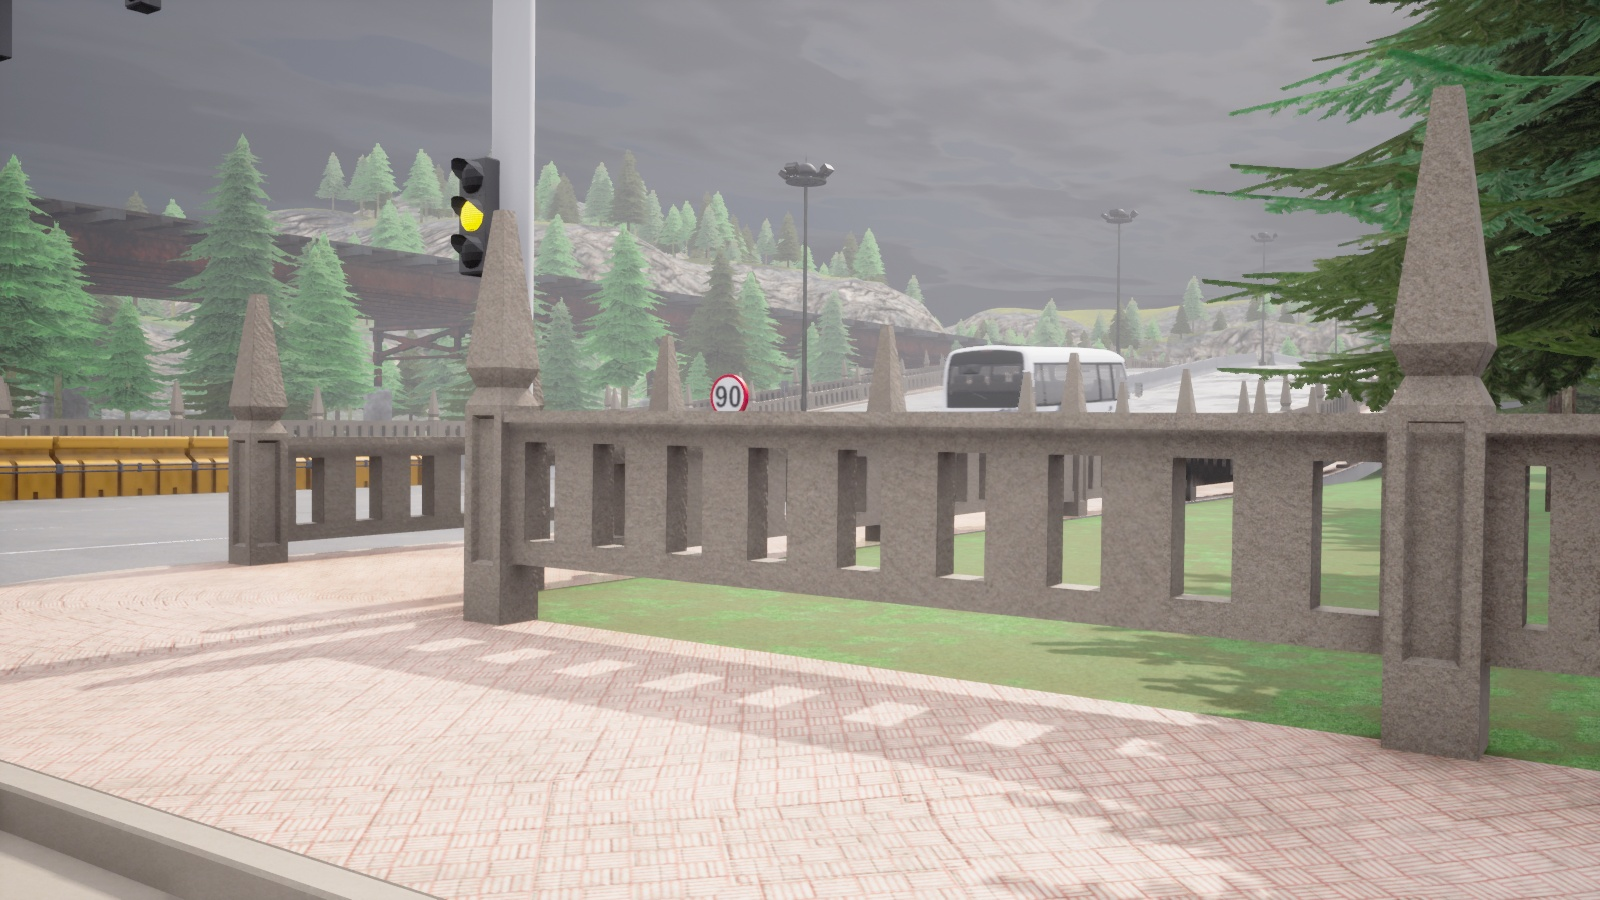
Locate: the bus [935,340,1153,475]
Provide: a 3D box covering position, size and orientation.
[{"bbox_3d":[9.033,-1.706,44.981,3.944,4.253,10.273,0,4,34],"label":"bus"}]
